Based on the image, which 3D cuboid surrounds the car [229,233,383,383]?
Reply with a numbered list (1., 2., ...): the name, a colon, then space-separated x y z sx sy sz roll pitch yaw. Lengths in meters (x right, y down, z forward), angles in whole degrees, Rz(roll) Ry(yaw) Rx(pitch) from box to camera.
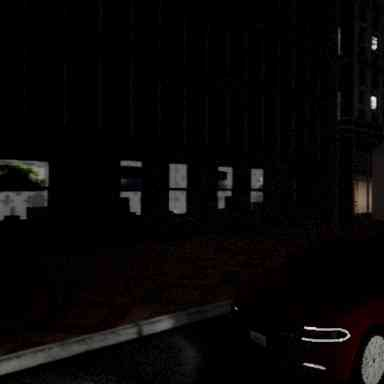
1. car: 2.834 1.459 5.379 5.008 1.535 1.882 0 0 -35
